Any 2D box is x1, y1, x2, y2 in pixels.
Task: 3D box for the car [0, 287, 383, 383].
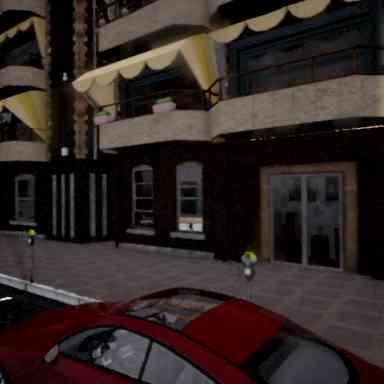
[{"bbox_3d":[-0.294,1.601,3.083,4.206,1.307,1.802,-1,0,35],"label":"car"}]
